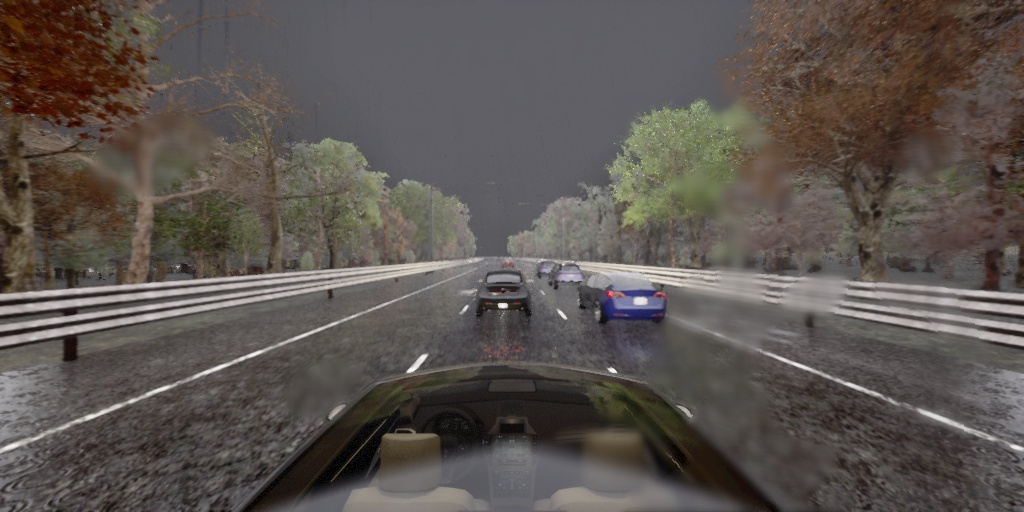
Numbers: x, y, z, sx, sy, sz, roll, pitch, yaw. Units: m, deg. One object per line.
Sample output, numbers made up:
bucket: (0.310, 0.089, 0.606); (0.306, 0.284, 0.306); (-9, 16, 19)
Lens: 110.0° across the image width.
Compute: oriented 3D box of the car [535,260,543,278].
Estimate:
car: (3.287, 1.220, 34.116); (2.033, 1.649, 4.856); (0, 0, -1)

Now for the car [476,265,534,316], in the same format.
car: (-0.241, 1.273, 13.502); (1.837, 1.490, 4.892); (0, 0, 1)

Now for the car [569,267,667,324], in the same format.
car: (3.477, 1.267, 12.071); (2.163, 1.488, 4.792); (0, 0, 0)

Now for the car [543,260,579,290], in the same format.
car: (3.405, 1.208, 23.079); (2.033, 1.649, 4.856); (0, 0, 0)

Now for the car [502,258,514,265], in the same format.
car: (-0.700, 1.169, 63.824); (2.097, 1.767, 4.553); (0, 0, -1)
